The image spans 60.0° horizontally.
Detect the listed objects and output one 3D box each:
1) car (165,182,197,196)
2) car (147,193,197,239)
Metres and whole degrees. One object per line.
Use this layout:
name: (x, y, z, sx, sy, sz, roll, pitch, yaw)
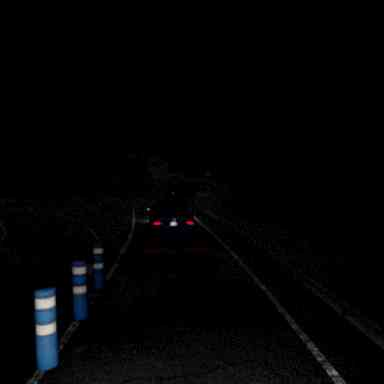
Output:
car: (-0.961, -0.267, 32.147, 1.882, 1.535, 5.008, 1, 5, 18)
car: (-0.945, 1.051, 14.366, 2.033, 1.411, 5.357, -1, 3, -7)
